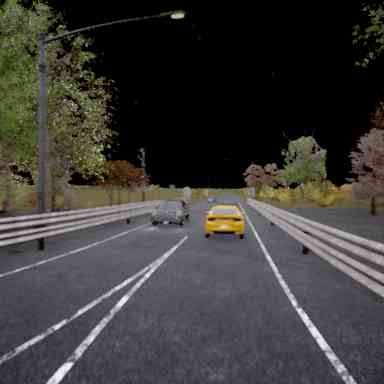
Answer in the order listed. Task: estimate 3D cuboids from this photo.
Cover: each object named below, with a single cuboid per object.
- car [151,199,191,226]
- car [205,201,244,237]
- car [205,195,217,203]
[{"bbox_3d":[-1.354,1.318,22.851,2.097,1.767,4.553,0,0,7],"label":"car"},{"bbox_3d":[1.795,1.470,17.971,1.882,1.535,5.008,0,0,7],"label":"car"},{"bbox_3d":[3.626,1.408,62.906,2.128,1.511,4.902,0,0,8],"label":"car"}]
